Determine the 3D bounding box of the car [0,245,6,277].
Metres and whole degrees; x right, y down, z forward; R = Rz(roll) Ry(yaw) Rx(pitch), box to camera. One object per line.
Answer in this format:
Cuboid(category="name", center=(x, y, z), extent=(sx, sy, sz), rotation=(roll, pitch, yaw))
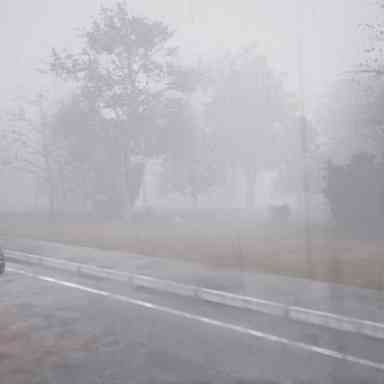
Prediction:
Cuboid(category="car", center=(-6.575, 1.527, 8.500), extent=(4.674, 1.442, 1.812), rotation=(0, 0, 34))
